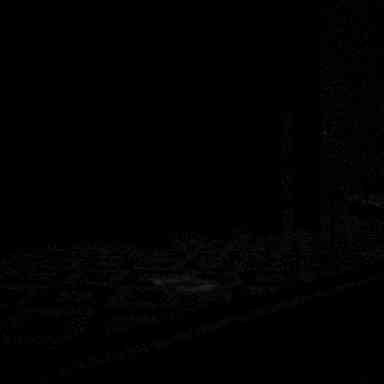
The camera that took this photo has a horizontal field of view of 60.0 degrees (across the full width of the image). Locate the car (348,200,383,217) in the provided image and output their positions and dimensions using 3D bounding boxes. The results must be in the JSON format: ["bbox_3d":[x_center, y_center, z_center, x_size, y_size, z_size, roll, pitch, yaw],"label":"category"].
[{"bbox_3d":[14.816,1.367,28.290,2.008,1.369,4.403,1,0,-35],"label":"car"}]

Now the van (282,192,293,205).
[{"bbox_3d":[12.254,0.931,46.565,1.690,1.788,3.998,1,0,-35],"label":"van"}]

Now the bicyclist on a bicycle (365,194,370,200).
[{"bbox_3d":[20.841,1.031,39.619,1.656,1.620,0.582,0,1,-36],"label":"bicyclist on a bicycle"}]
